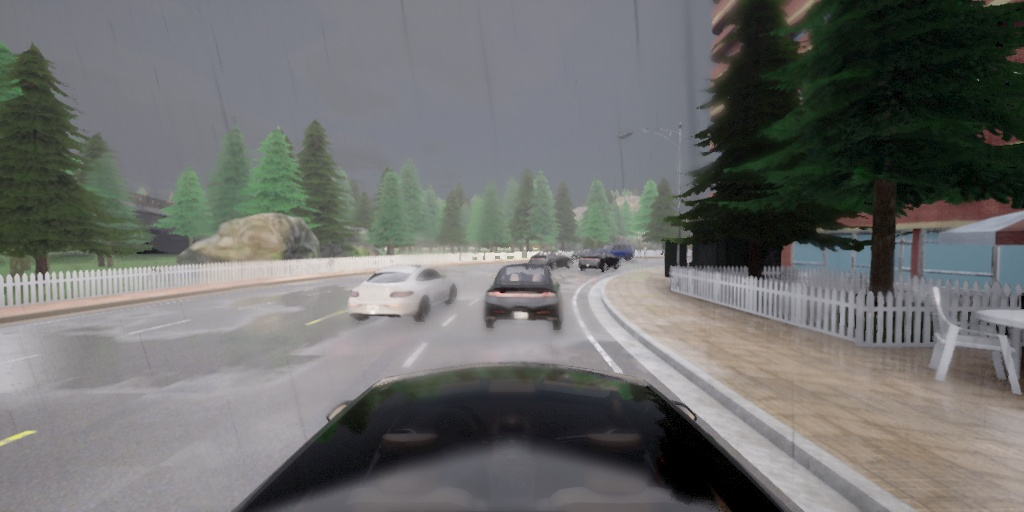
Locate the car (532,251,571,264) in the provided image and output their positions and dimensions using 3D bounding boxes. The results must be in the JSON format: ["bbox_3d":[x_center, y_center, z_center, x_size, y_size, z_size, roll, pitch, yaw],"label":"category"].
[{"bbox_3d":[3.152,0.349,28.069,2.128,1.511,4.902,1,2,32],"label":"car"}]

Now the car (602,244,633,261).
[{"bbox_3d":[11.770,-0.394,41.926,5.566,2.045,2.150,-1,2,-33],"label":"car"}]

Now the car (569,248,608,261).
[{"bbox_3d":[9.559,-0.197,44.525,4.892,1.490,1.837,-1,2,-33],"label":"car"}]

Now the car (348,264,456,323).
[{"bbox_3d":[-3.038,0.973,10.683,1.812,1.442,4.674,0,2,6],"label":"car"}]

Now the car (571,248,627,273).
[{"bbox_3d":[6.668,0.382,27.066,2.128,1.511,4.902,1,2,34],"label":"car"}]

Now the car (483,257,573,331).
[{"bbox_3d":[0.399,0.962,9.964,2.128,1.511,4.902,0,2,5],"label":"car"}]
